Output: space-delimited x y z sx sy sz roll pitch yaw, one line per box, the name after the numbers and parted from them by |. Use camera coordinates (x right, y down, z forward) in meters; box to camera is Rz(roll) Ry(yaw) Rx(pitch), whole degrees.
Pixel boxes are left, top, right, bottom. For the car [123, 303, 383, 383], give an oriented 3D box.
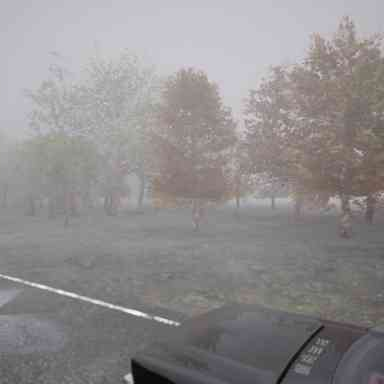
1.706 1.593 2.349 4.718 1.301 1.895 -1 0 35 | car
